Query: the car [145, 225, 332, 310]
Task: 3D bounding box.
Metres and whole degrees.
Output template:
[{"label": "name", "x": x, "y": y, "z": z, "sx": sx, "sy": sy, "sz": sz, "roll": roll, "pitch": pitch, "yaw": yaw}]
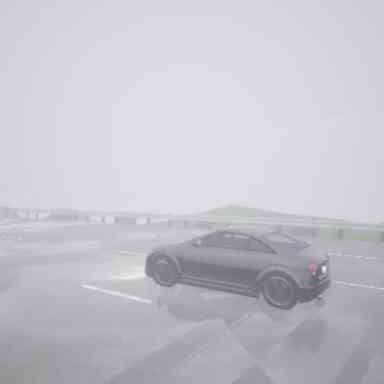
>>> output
[{"label": "car", "x": 0.943, "y": 1.480, "z": 7.646, "sx": 4.181, "sy": 1.385, "sz": 1.994, "roll": 0, "pitch": 1, "yaw": 34}]
